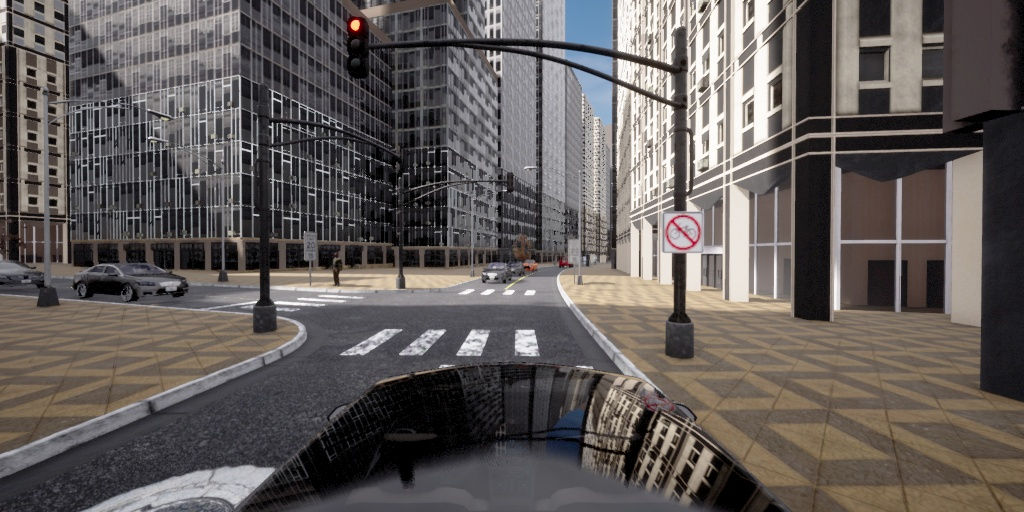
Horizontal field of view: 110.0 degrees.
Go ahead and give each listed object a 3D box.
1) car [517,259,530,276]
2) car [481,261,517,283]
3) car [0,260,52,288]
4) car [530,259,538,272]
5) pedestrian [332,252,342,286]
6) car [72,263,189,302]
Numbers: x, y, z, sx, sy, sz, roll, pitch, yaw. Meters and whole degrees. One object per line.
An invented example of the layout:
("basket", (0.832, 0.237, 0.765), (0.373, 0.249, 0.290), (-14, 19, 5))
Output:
("car", (0.252, 1.311, 37.835), (2.128, 1.511, 4.902), (0, 0, 9))
("car", (-1.116, 1.275, 28.193), (2.128, 1.511, 4.902), (0, 0, 7))
("car", (-25.930, 0.940, 18.160), (4.674, 1.442, 1.812), (1, 1, 17))
("car", (2.155, 1.223, 48.182), (2.097, 1.767, 4.553), (0, 0, 12))
("pedestrian", (-9.523, 0.716, 19.461), (0.375, 1.860, 0.375), (0, 0, 16))
("car", (-16.268, 1.045, 15.333), (4.902, 1.511, 2.128), (1, 1, 16))
